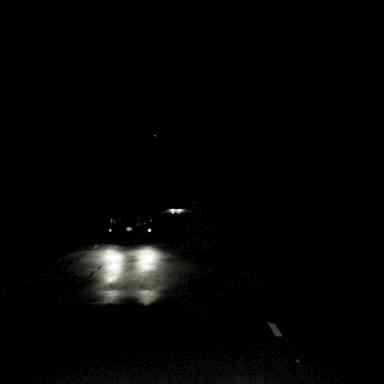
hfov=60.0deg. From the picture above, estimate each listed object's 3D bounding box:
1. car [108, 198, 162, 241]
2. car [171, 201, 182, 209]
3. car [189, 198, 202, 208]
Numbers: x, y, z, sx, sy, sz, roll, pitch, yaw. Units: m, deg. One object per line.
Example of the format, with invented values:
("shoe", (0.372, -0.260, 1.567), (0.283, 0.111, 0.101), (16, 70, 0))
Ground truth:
("car", (-2.852, 1.341, 17.833), (2.150, 2.045, 5.566), (0, -1, 0))
("car", (-2.793, 2.286, 59.937), (2.128, 1.511, 4.902), (0, -1, 1))
("car", (0.959, 2.226, 68.679), (2.150, 2.045, 5.566), (0, -2, 0))
